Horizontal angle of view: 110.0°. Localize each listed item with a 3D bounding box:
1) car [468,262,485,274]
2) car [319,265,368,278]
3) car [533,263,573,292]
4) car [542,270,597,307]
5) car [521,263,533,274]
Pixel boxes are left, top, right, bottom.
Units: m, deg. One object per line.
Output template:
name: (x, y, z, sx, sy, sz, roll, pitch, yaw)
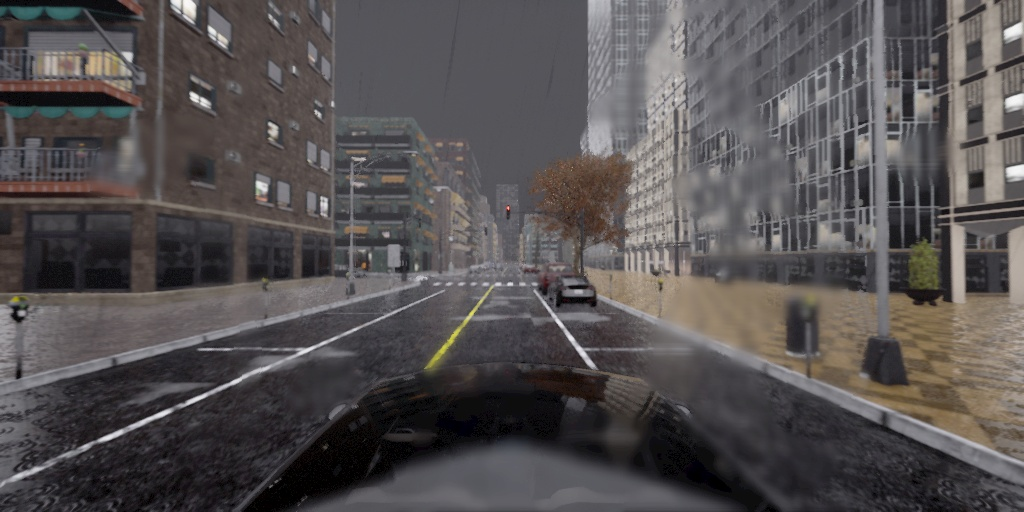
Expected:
car: (-5.692, 2.014, 54.453, 2.007, 1.370, 4.403, 0, 0, 0)
car: (-16.437, 1.534, 35.041, 4.403, 1.370, 2.007, 0, 0, -1)
car: (2.690, 1.335, 22.069, 2.192, 1.841, 5.009, 0, 0, 0)
car: (2.691, 1.513, 16.546, 1.948, 1.339, 4.313, 0, 0, 0)
car: (2.688, 2.009, 54.453, 1.888, 1.381, 4.507, 0, 0, 0)
